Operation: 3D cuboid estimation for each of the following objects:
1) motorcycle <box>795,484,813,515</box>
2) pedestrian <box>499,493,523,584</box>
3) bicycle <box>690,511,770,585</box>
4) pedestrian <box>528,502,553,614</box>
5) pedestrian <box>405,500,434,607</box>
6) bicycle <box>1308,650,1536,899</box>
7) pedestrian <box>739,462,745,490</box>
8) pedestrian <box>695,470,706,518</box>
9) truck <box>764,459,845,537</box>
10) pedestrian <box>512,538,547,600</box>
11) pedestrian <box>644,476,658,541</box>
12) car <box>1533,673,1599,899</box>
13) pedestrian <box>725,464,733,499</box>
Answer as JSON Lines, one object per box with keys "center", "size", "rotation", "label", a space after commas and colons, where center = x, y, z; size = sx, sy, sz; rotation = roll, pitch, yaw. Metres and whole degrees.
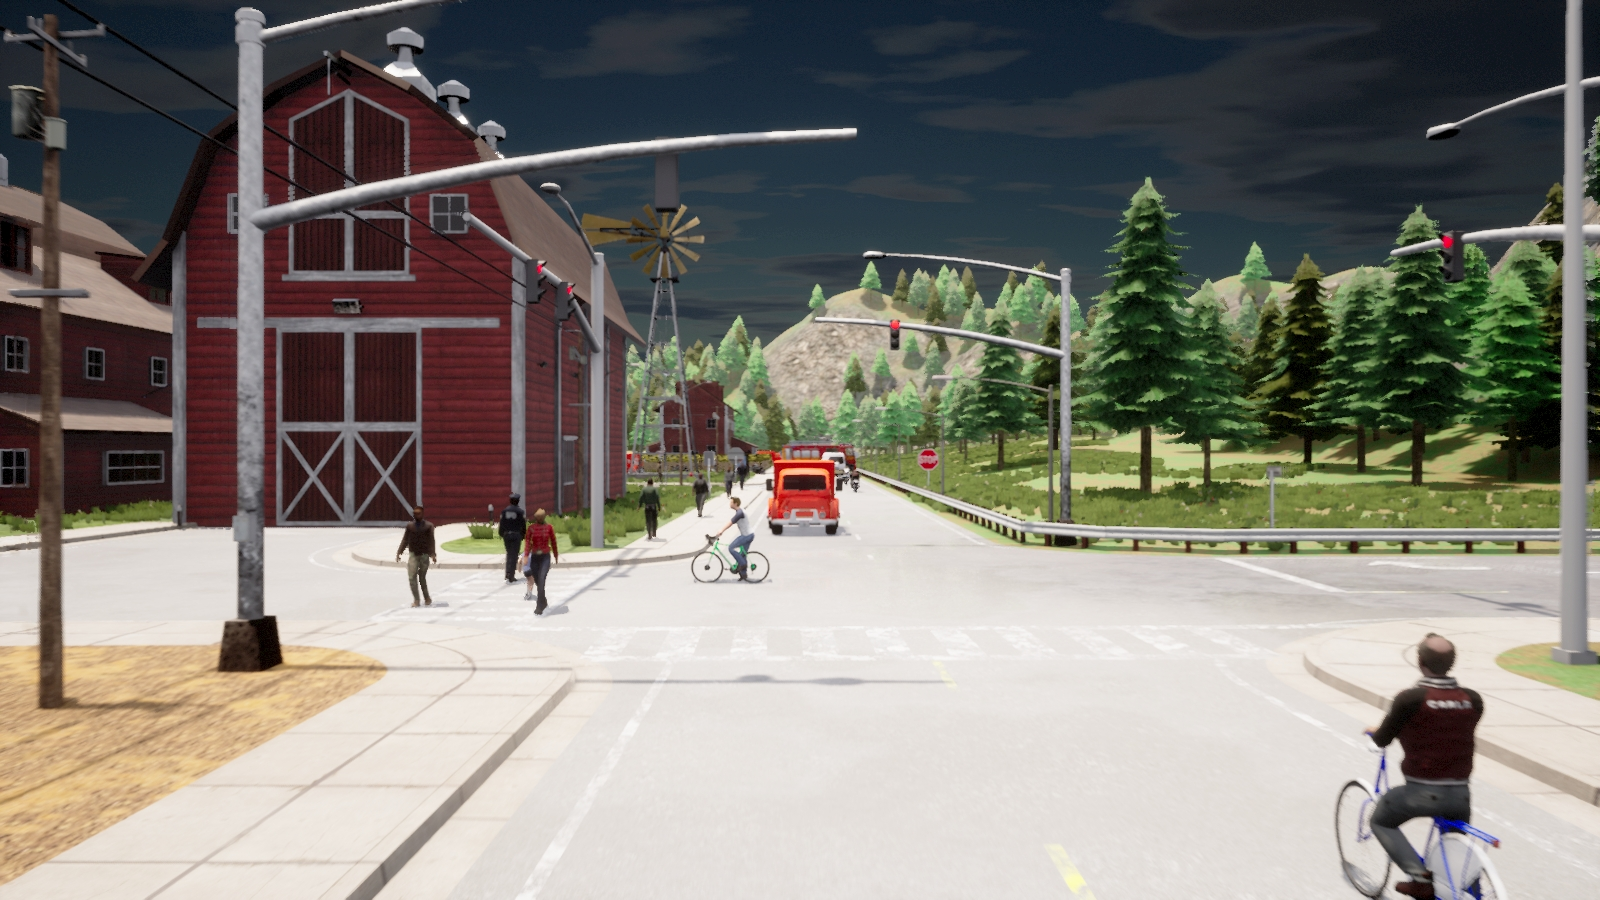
{"center": [0.172, 2.172, 50.557], "size": [0.764, 1.277, 2.356], "rotation": [0, 0, 0], "label": "motorcycle"}
{"center": [-6.003, 1.824, 23.732], "size": [0.375, 1.860, 0.375], "rotation": [0, 0, 4], "label": "pedestrian"}
{"center": [-1.451, 2.037, 23.858], "size": [1.643, 1.496, 0.373], "rotation": [0, 0, -1], "label": "bicycle"}
{"center": [-4.406, 1.825, 19.415], "size": [0.375, 1.860, 0.375], "rotation": [0, 0, -4], "label": "pedestrian"}
{"center": [-6.723, 1.824, 20.187], "size": [0.375, 1.860, 0.375], "rotation": [0, 0, 0], "label": "pedestrian"}
{"center": [3.520, 2.060, 6.634], "size": [0.329, 1.471, 1.835], "rotation": [0, 0, 0], "label": "bicycle"}
{"center": [-3.775, 1.700, 74.652], "size": [0.375, 1.860, 0.375], "rotation": [0, 0, -6], "label": "pedestrian"}
{"center": [-3.861, 1.698, 44.370], "size": [0.375, 1.860, 0.375], "rotation": [0, 0, 0], "label": "pedestrian"}
{"center": [0.130, 1.570, 39.426], "size": [2.627, 2.467, 5.204], "rotation": [0, 0, 0], "label": "truck"}
{"center": [-5.028, 2.205, 21.239], "size": [0.500, 1.100, 0.500], "rotation": [0, 0, 4], "label": "pedestrian"}
{"center": [-4.335, 1.697, 33.278], "size": [0.375, 1.860, 0.375], "rotation": [0, 0, 0], "label": "pedestrian"}
{"center": [3.553, 1.780, 1.086], "size": [2.150, 2.045, 5.566], "rotation": [0, 0, 0], "label": "car"}
{"center": [-3.785, 1.700, 61.011], "size": [0.375, 1.860, 0.375], "rotation": [0, 0, 8], "label": "pedestrian"}
